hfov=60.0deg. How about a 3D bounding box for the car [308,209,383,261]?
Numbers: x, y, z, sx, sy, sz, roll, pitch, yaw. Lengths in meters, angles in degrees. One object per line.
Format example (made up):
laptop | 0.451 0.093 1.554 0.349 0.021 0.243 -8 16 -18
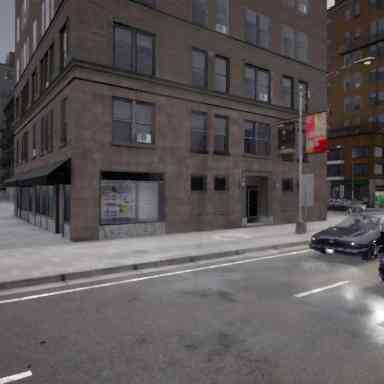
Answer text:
car | 6.684 1.547 12.456 5.357 1.411 2.033 0 0 -36

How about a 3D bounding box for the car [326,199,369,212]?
car | 18.726 1.577 40.137 1.947 1.339 4.313 0 0 -35

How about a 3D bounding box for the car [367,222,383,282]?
car | 6.588 1.525 8.392 4.674 1.442 1.812 0 0 -36

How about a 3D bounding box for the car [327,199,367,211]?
car | 15.654 1.482 34.977 2.128 1.511 4.902 0 0 -35
